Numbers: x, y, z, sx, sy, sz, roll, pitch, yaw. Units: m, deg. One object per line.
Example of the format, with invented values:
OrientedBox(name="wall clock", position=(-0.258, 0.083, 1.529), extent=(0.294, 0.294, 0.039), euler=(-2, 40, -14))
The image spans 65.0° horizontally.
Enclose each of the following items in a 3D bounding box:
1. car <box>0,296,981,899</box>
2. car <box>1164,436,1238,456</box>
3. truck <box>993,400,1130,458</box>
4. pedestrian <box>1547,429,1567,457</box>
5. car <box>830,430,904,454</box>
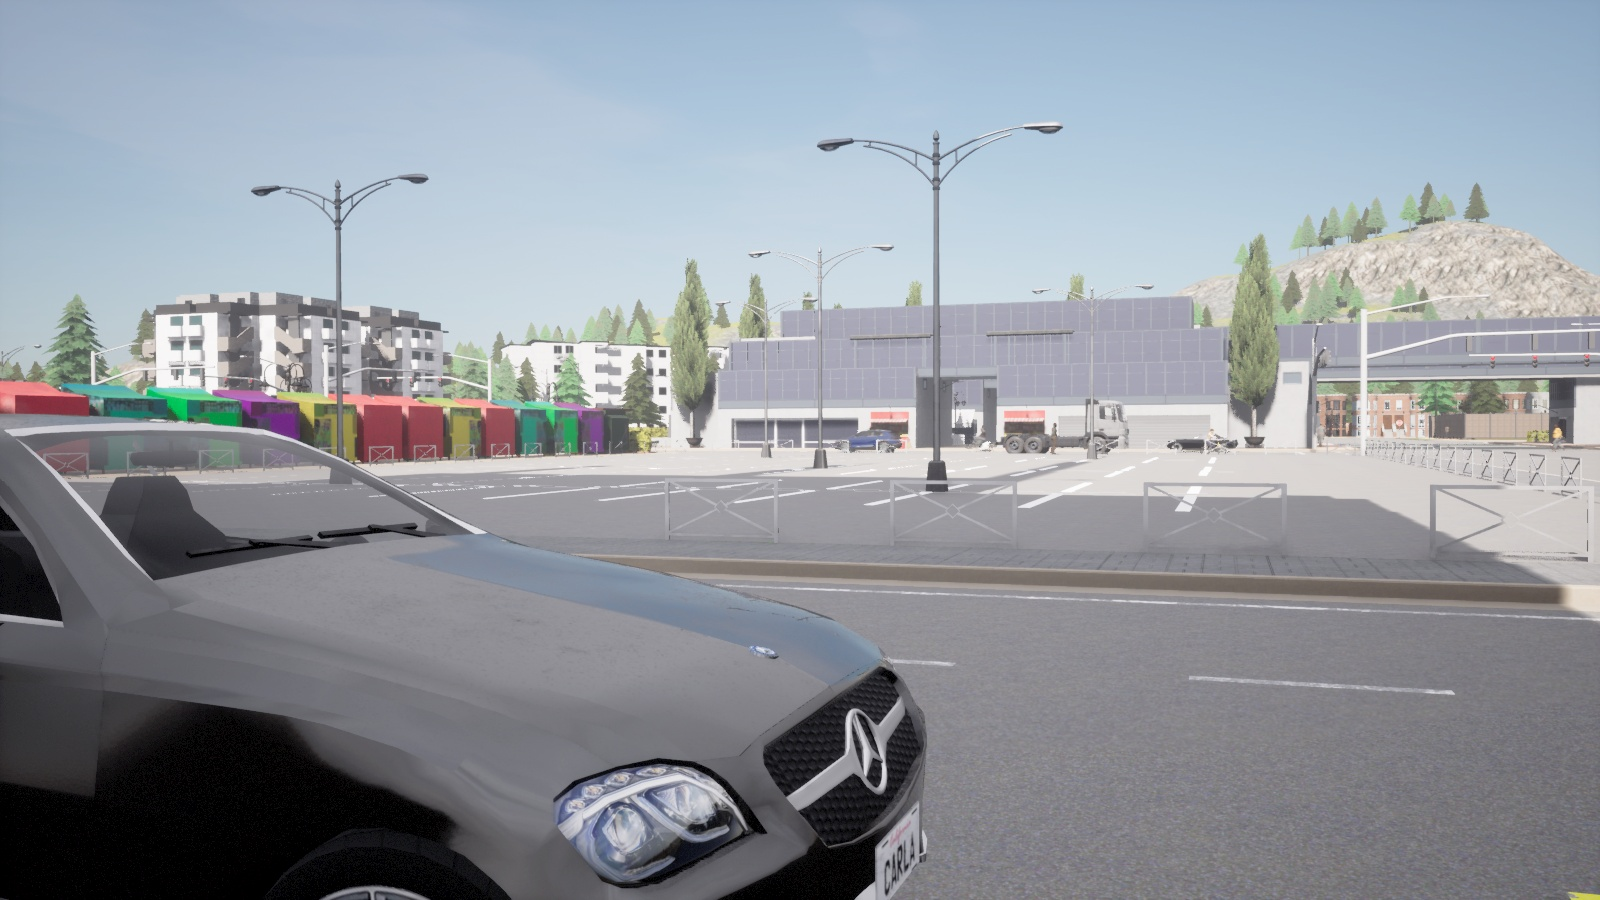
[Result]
OrientedBox(name="car", position=(-2.137, 0.535, 3.909), extent=(5.027, 1.651, 2.152), euler=(1, 1, 19))
OrientedBox(name="car", position=(27.109, -0.274, 84.844), extent=(4.718, 1.301, 1.895), euler=(1, 1, 20))
OrientedBox(name="truck", position=(16.181, -1.283, 77.662), extent=(7.936, 3.462, 2.891), euler=(1, 1, 20))
OrientedBox(name="pedestrian", position=(49.646, -0.466, 82.373), extent=(0.900, 1.855, 0.874), euler=(1, 1, 18))
OrientedBox(name="car", position=(4.789, -0.601, 89.396), extent=(4.856, 1.649, 2.033), euler=(1, 1, 20))
